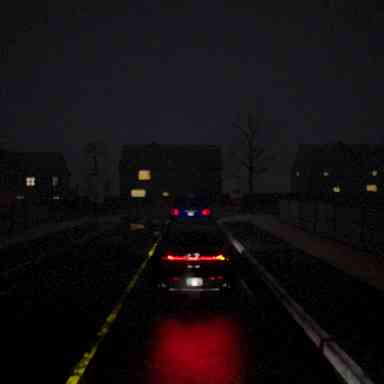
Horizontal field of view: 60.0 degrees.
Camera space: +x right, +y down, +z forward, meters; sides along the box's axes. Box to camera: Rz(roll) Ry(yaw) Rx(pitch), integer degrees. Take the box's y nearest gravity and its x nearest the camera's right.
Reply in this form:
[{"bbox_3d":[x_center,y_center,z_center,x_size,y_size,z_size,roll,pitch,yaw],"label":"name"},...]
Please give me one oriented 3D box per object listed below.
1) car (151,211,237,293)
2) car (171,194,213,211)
[{"bbox_3d":[0.028,1.463,8.764,1.837,1.490,4.892,0,0,-1],"label":"car"},{"bbox_3d":[-0.006,1.140,18.669,2.150,2.045,5.566,0,0,1],"label":"car"}]
